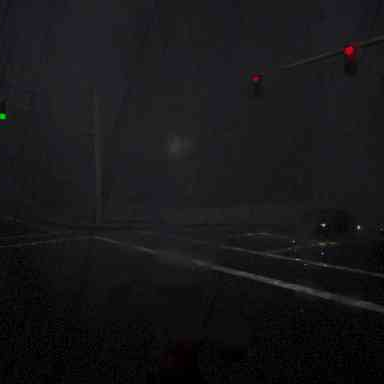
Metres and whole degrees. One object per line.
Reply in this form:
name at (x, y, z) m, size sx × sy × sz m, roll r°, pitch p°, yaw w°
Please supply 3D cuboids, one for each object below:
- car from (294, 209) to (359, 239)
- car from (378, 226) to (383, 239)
car at (7.298, 1.651, 17.745) m, size 4.674 × 1.442 × 1.812 m, roll 4°, pitch -2°, yaw -42°
car at (15.699, 3.106, 24.954) m, size 4.902 × 1.511 × 2.128 m, roll 14°, pitch -9°, yaw -40°
